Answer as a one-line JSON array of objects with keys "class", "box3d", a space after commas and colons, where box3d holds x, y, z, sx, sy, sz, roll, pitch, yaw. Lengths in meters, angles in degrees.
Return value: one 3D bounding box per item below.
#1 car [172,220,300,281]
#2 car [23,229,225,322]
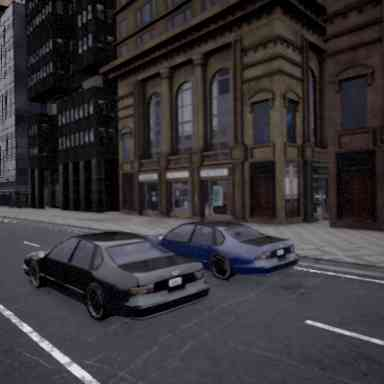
[{"class": "car", "box3d": [0.423, 1.568, 9.998, 2.033, 1.411, 5.357, -1, 0, -44]}, {"class": "car", "box3d": [-2.042, 1.625, 7.517, 2.033, 1.411, 5.357, -1, 0, -44]}]
